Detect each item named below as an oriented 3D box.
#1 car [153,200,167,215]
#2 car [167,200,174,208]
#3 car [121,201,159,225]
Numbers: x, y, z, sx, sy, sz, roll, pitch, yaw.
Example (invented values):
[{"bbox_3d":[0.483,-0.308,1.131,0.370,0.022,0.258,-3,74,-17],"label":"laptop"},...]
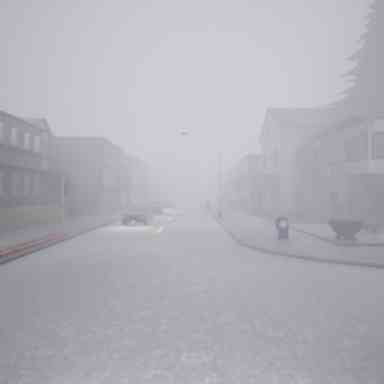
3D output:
[{"bbox_3d":[-4.080,1.700,36.044,1.837,1.490,4.892,0,0,0],"label":"car"},{"bbox_3d":[-4.004,1.889,53.189,1.895,1.301,4.718,0,0,0],"label":"car"},{"bbox_3d":[-4.081,1.687,25.764,2.033,1.411,5.357,0,0,0],"label":"car"}]
